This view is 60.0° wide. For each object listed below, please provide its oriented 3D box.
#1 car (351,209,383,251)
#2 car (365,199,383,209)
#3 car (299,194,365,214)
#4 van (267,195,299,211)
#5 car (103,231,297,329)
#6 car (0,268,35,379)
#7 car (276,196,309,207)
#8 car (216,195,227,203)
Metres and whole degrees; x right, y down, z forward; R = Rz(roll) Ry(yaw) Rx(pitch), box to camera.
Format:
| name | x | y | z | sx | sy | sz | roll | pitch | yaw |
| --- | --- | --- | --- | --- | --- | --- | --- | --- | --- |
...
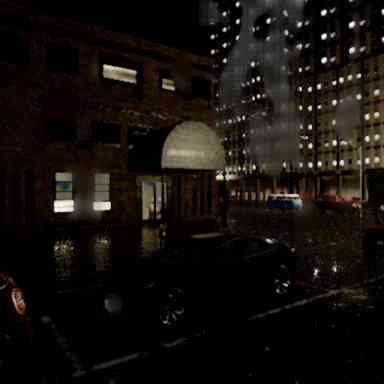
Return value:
| name | x | y | z | sx | sy | sz | roll | pitch | yaw |
| --- | --- | --- | --- | --- | --- | --- | --- | --- | --- |
| car | 8.202 | 1.465 | 12.576 | 4.507 | 1.381 | 1.887 | 0 | 0 | -36 |
| car | 20.137 | 1.288 | 36.689 | 2.008 | 1.369 | 4.403 | -1 | 0 | -35 |
| car | 13.263 | 1.144 | 31.891 | 2.192 | 1.841 | 5.009 | -1 | 0 | -35 |
| van | 10.092 | 1.162 | 36.435 | 1.690 | 1.788 | 3.998 | -1 | 0 | -35 |
| car | 0.365 | 1.542 | 6.898 | 4.313 | 1.339 | 1.947 | 0 | 0 | -36 |
| car | -4.098 | 1.448 | 3.643 | 4.097 | 1.590 | 1.967 | 0 | 0 | -36 |
| car | 13.795 | 1.302 | 45.777 | 1.802 | 1.307 | 4.206 | -1 | 0 | -35 |
| car | 4.183 | 1.224 | 59.546 | 1.752 | 1.417 | 4.829 | -1 | 0 | -35 |
